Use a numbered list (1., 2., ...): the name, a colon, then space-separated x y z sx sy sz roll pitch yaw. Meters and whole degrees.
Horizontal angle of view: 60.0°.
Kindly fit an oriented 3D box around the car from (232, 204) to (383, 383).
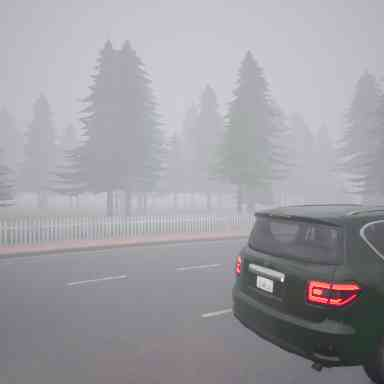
1. car: 3.276 1.222 5.331 5.566 2.045 2.150 0 0 -27
